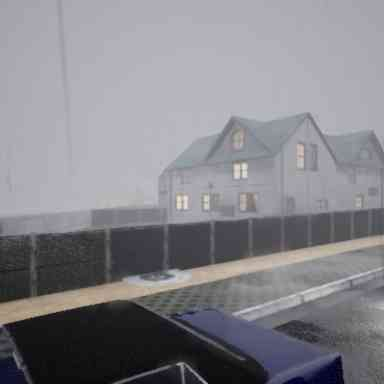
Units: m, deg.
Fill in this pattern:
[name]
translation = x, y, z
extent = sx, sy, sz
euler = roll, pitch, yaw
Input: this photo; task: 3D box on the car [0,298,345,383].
[car]
translation = -1.042, 1.663, 2.287
extent = 4.718, 1.301, 1.895
euler = 0, -1, -36
